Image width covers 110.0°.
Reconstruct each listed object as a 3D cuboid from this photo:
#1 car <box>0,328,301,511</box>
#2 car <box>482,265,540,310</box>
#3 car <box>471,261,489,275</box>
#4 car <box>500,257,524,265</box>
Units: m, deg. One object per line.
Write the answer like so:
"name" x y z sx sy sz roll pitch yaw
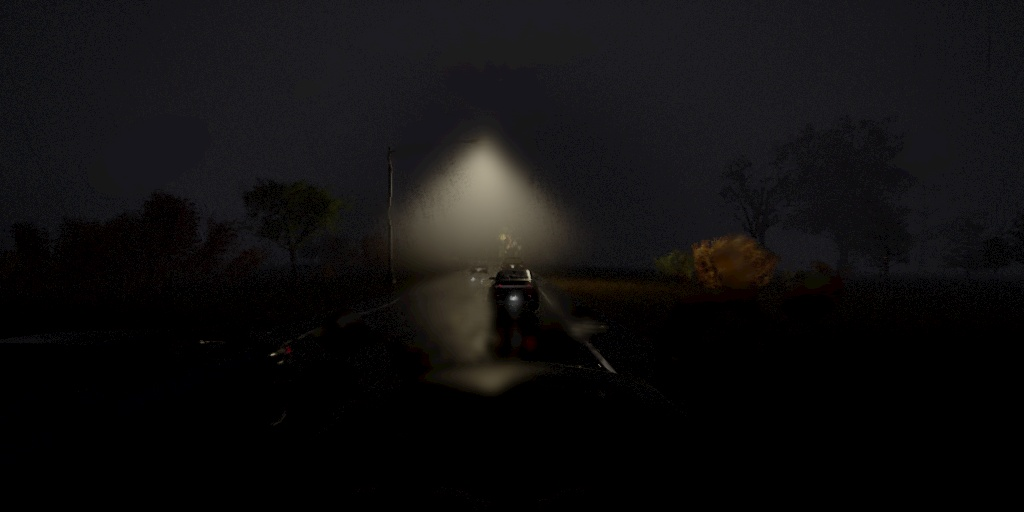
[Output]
"car" -3.599 1.319 2.724 1.994 1.385 4.181 0 0 0
"car" 0.099 1.299 15.024 2.128 1.511 4.902 0 0 0
"car" -3.811 1.415 43.063 2.128 1.511 4.902 0 0 -1
"car" 0.022 1.118 36.382 2.150 2.045 5.566 0 0 -1
